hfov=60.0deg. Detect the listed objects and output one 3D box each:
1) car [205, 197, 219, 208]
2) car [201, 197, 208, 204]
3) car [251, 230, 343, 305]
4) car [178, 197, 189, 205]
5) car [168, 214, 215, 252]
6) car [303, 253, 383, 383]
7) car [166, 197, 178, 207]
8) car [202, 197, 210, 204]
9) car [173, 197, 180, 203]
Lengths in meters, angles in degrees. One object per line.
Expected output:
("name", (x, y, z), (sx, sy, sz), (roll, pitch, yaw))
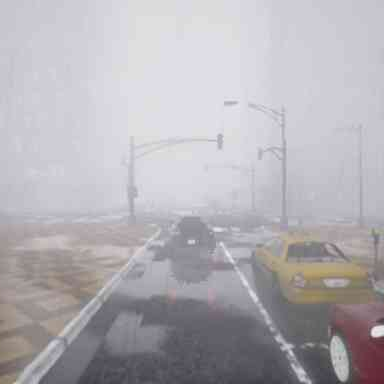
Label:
("car", (3.845, 2.126, 59.137), (1.947, 1.339, 4.313), (0, 0, 0))
("car", (3.664, 2.063, 81.247), (2.192, 1.841, 5.009), (0, 0, 0))
("car", (2.561, 1.602, 8.205), (1.752, 1.417, 4.829), (0, -1, 0))
("car", (-1.627, 2.255, 77.203), (2.033, 1.411, 5.357), (0, 0, 0))
("car", (0.000, 1.659, 14.386), (1.812, 1.442, 4.674), (0, 0, 0))
("car", (2.564, 1.569, 2.484), (1.887, 1.381, 4.507), (0, -1, 0))
("car", (-4.117, 2.189, 64.615), (1.802, 1.307, 4.206), (0, -1, 0))
("car", (3.631, 2.234, 86.774), (1.967, 1.590, 4.097), (0, 0, 0))
("car", (-4.282, 2.278, 92.254), (1.967, 1.590, 4.097), (0, 0, 0))
